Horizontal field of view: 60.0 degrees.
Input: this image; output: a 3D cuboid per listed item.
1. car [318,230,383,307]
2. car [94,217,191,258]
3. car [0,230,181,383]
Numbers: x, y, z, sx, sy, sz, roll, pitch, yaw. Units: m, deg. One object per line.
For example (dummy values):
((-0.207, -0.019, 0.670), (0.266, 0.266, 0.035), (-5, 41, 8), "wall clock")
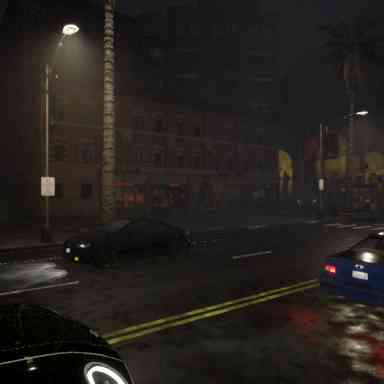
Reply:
((5.077, 1.547, 7.460), (5.357, 1.411, 2.033), (0, 0, -35), "car")
((-2.080, 1.564, 11.119), (4.181, 1.385, 1.994), (0, 0, -36), "car")
((-2.556, 1.352, 1.868), (4.553, 1.767, 2.097), (0, 0, -36), "car")
